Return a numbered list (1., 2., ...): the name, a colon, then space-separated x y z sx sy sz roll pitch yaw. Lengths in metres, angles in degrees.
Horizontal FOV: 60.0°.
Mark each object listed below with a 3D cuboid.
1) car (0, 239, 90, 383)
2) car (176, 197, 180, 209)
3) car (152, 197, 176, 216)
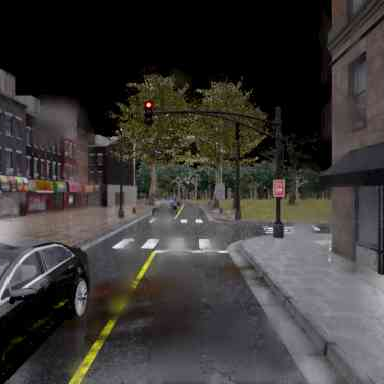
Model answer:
1. car: -2.859 1.492 4.524 2.128 1.511 4.902 0 0 0
2. car: -2.921 1.542 43.367 1.882 1.535 5.008 0 0 0
3. car: -2.915 1.515 33.772 1.882 1.535 5.008 0 0 -1
